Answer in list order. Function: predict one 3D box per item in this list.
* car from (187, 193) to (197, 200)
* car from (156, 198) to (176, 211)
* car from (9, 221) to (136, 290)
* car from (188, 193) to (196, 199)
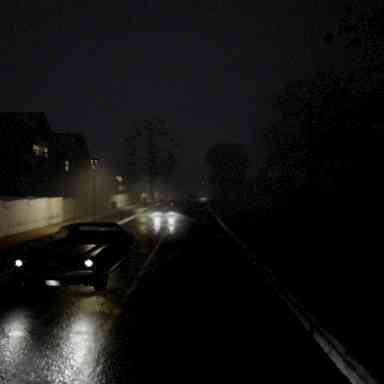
[{"bbox_3d":[0.018,0.936,68.699,2.033,1.411,5.357,0,0,0],"label":"car"},{"bbox_3d":[-2.740,1.316,36.013,1.895,1.301,4.718,0,0,0],"label":"car"},{"bbox_3d":[-2.838,1.528,8.988,1.895,1.301,4.718,0,0,0],"label":"car"},{"bbox_3d":[0.021,0.868,79.157,1.895,1.301,4.718,0,0,0],"label":"car"}]
